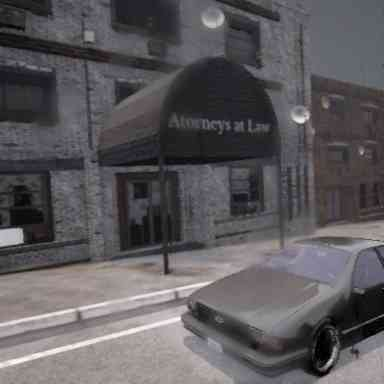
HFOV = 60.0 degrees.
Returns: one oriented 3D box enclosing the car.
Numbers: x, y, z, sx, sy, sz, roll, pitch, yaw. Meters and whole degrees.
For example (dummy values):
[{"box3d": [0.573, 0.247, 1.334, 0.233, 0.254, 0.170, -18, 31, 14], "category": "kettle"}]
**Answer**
[{"box3d": [2.471, 1.519, 5.689, 5.357, 1.411, 2.033, 0, 0, -35], "category": "car"}]
